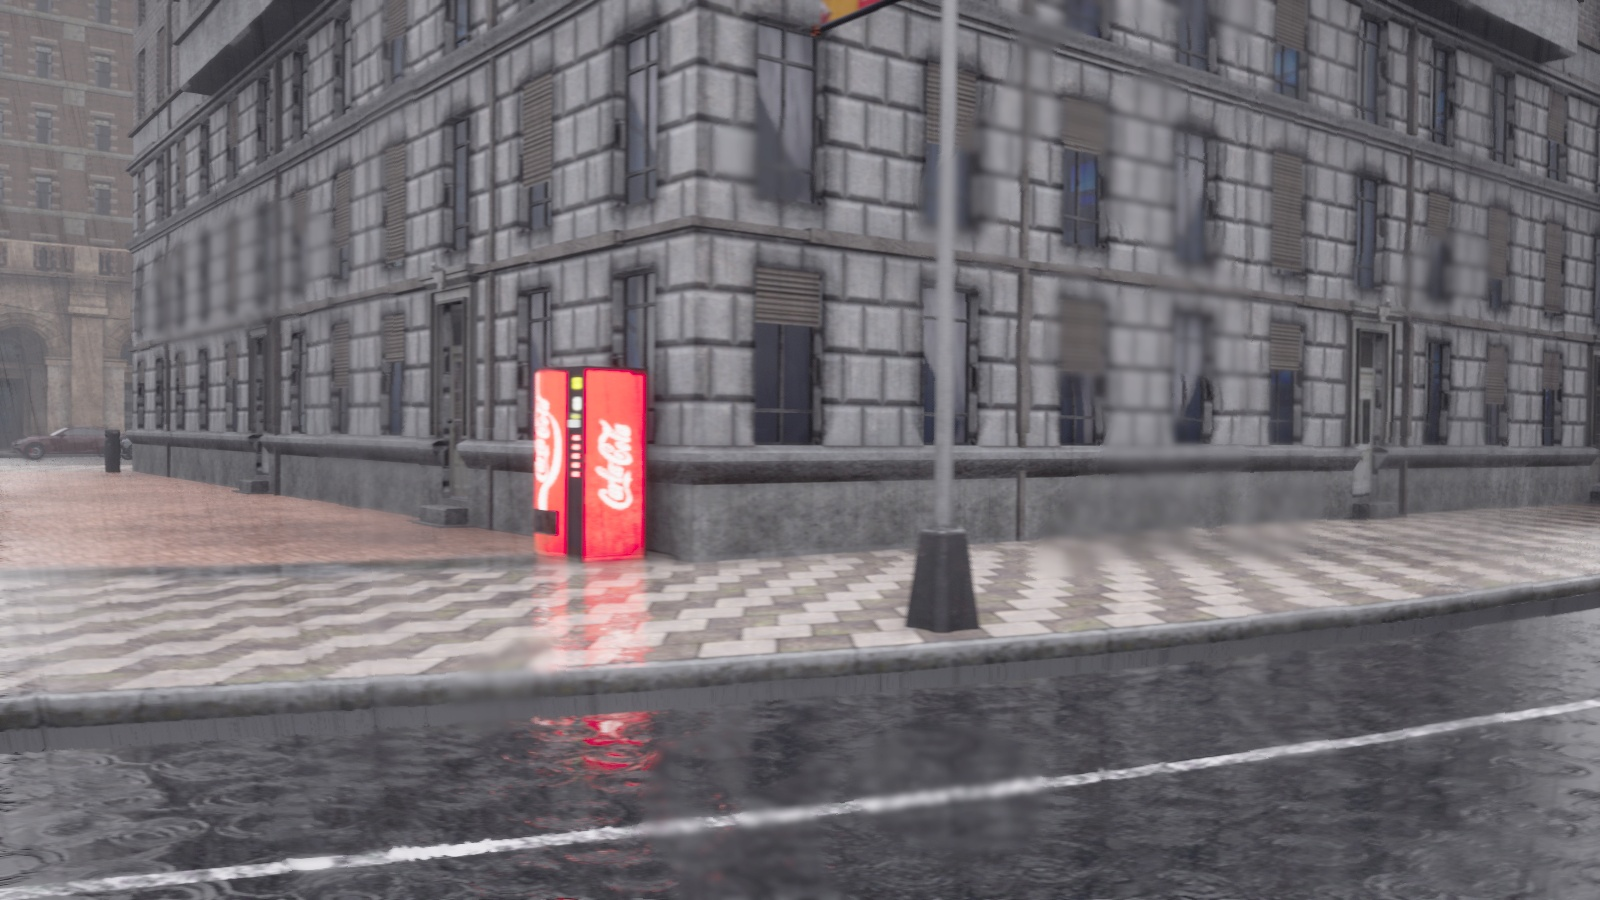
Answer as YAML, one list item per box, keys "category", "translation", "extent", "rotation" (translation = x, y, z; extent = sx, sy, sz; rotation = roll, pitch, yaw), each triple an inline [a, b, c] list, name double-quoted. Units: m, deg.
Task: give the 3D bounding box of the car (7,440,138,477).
- category: "car"
  translation: [-31.333, 0.338, 54.175]
  extent: [4.674, 1.442, 1.812]
  rotation: [-1, 1, -38]

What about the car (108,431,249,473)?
- category: "car"
  translation: [-26.457, 0.047, 53.509]
  extent: [5.027, 1.651, 2.152]
  rotation: [-1, 1, -38]
